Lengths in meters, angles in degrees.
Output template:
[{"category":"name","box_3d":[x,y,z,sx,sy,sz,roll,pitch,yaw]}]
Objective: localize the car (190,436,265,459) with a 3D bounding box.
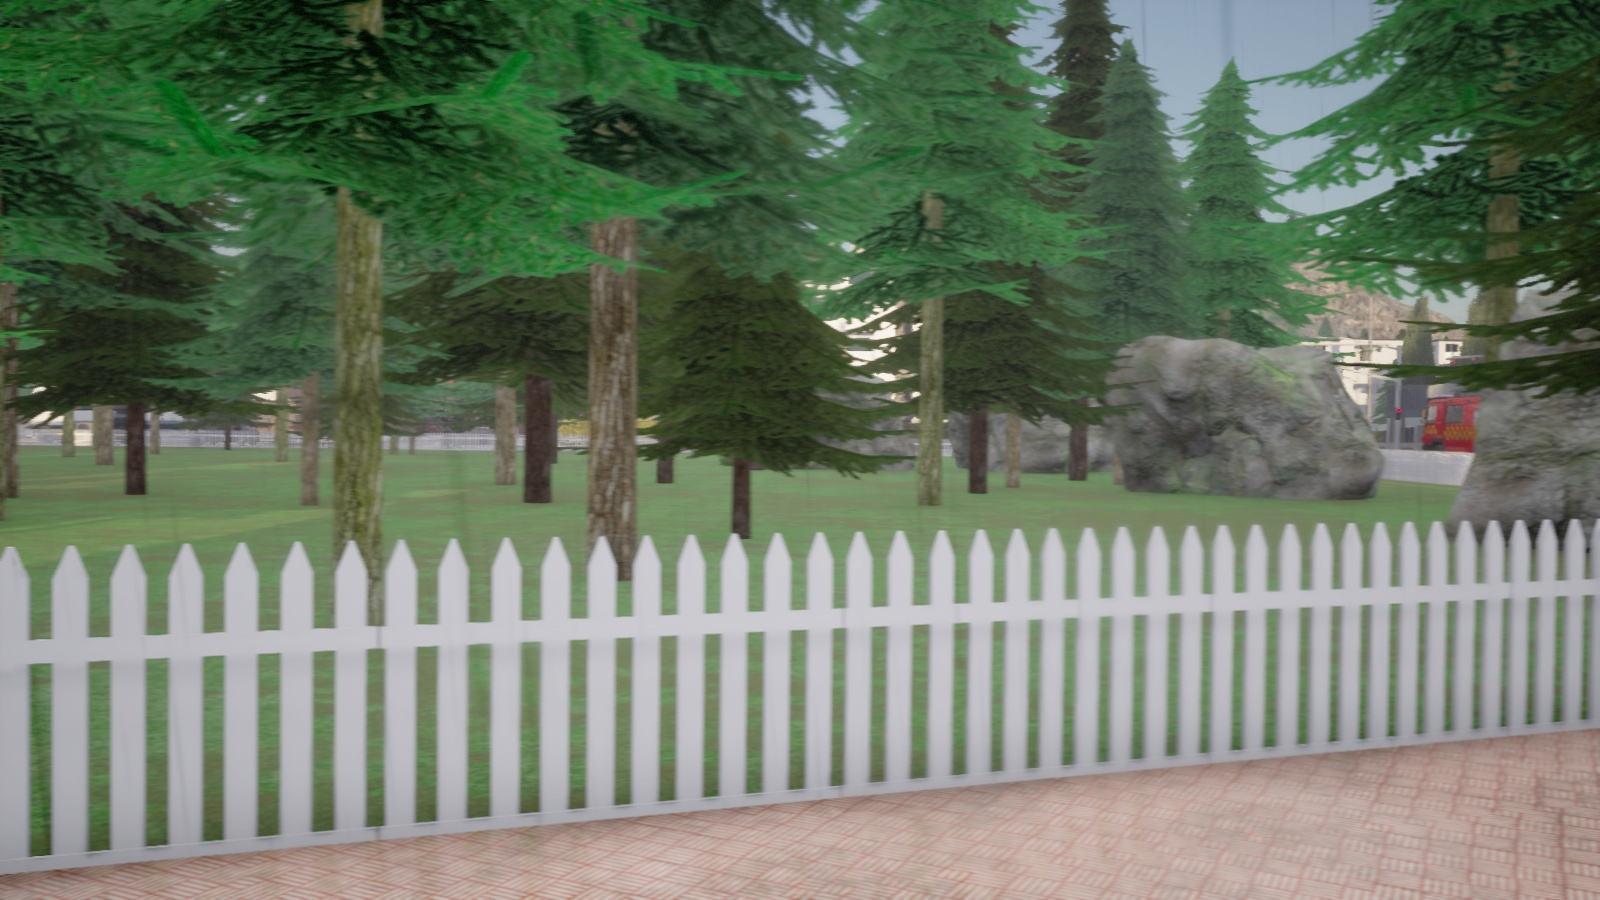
[{"category":"car","box_3d":[-38.314,-0.172,84.055,4.193,1.474,1.816,-1,1,3]}]

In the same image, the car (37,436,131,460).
[{"category":"car","box_3d":[-48.204,-0.151,84.568,5.366,1.575,1.801,-1,1,3]}]

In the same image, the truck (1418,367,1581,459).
[{"category":"truck","box_3d":[31.506,-1.619,57.038,2.891,3.827,8.468,-1,1,2]}]

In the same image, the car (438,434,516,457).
[{"category":"car","box_3d":[-21.352,-0.322,83.173,4.674,1.442,1.812,-1,1,3]}]
